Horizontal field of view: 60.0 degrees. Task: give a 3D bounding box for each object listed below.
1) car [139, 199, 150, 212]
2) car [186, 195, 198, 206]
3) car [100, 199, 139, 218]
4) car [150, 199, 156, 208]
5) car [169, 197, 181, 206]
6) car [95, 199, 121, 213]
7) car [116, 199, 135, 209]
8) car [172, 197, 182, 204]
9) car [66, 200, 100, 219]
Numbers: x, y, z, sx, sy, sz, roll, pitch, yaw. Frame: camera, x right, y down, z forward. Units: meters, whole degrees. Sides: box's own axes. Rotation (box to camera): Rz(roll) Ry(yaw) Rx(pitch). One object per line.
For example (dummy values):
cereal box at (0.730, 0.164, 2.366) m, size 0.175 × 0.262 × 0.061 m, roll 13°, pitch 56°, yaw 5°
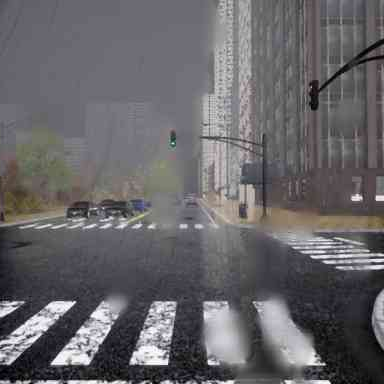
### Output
car at (-6.599, 1.561, 39.682) m, size 1.882 × 1.535 × 5.008 m, roll 0°, pitch 0°, yaw 0°
car at (-0.004, 1.724, 58.931) m, size 2.033 × 1.411 × 5.357 m, roll 0°, pitch 0°, yaw 0°
car at (-6.567, 1.558, 30.609) m, size 1.837 × 1.490 × 4.892 m, roll 0°, pitch 0°, yaw 2°
car at (-6.594, 1.728, 49.858) m, size 1.895 × 1.301 × 4.718 m, roll 0°, pitch 0°, yaw 0°
car at (-3.155, 1.677, 60.337) m, size 2.128 × 1.511 × 4.902 m, roll 0°, pitch 0°, yaw 0°
car at (-9.848, 1.587, 39.438) m, size 1.837 × 1.490 × 4.892 m, roll 0°, pitch 0°, yaw 0°
car at (-9.845, 1.726, 49.369) m, size 1.895 × 1.301 × 4.718 m, roll 0°, pitch 0°, yaw 0°
car at (-3.200, 1.777, 70.598) m, size 1.812 × 1.442 × 4.674 m, roll 0°, pitch 0°, yaw 0°
car at (-9.847, 1.557, 30.257) m, size 1.837 × 1.490 × 4.892 m, roll 0°, pitch 0°, yaw 0°
